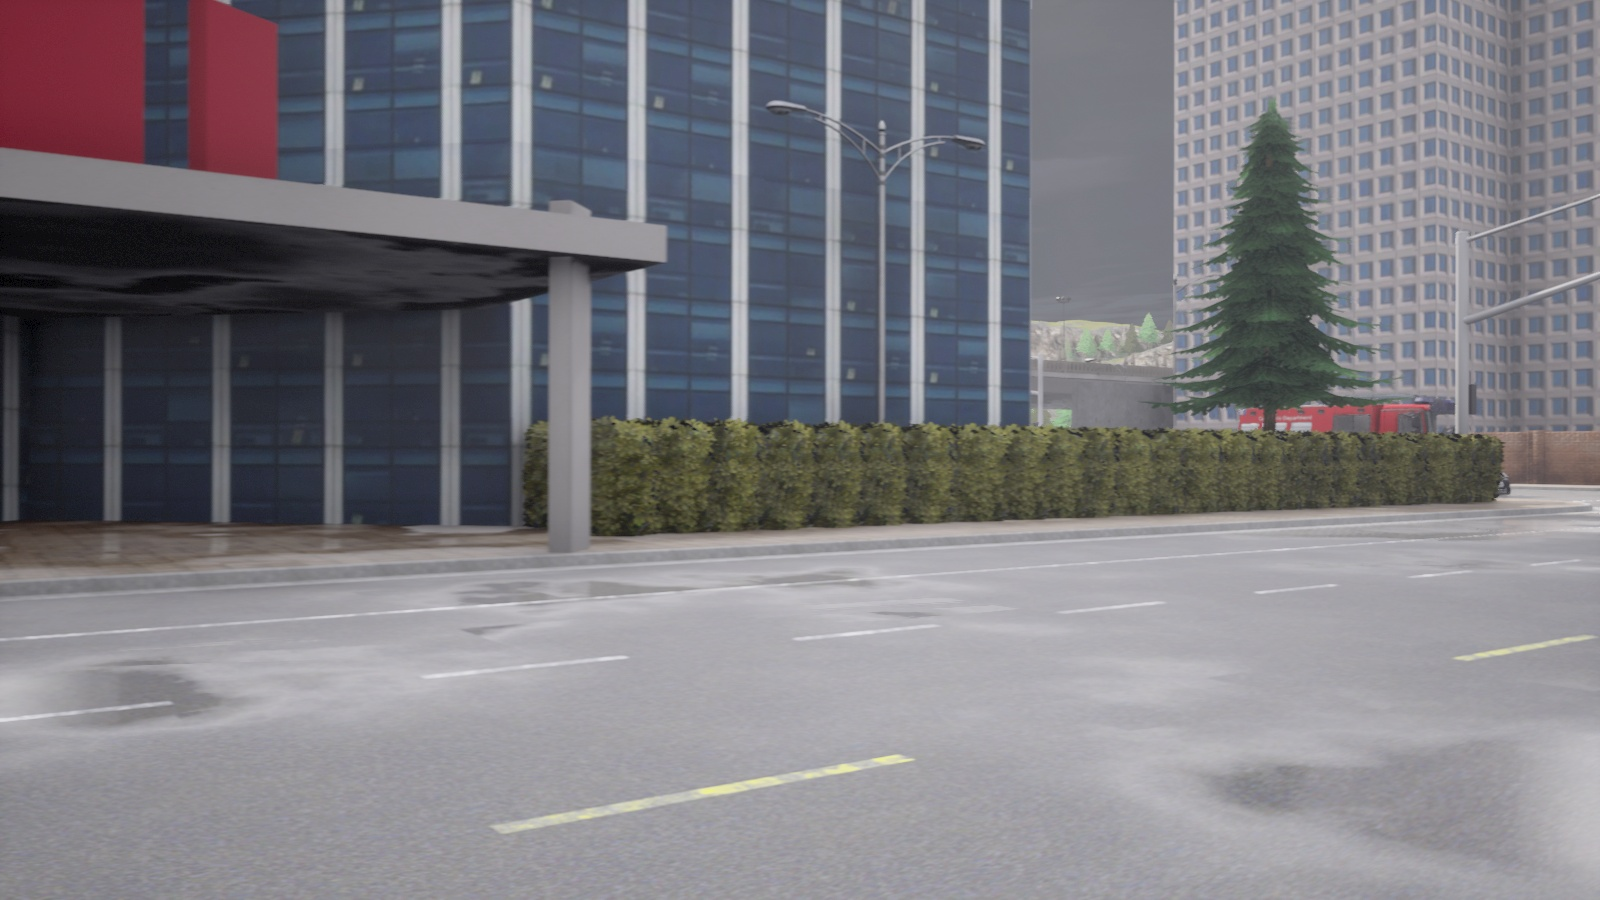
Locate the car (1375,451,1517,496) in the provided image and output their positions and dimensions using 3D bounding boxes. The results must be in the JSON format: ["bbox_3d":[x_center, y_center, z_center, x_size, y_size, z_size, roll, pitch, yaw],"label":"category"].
[{"bbox_3d":[21.897,0.769,42.695,1.970,1.475,3.806,0,0,-34],"label":"car"}]

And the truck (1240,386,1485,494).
[{"bbox_3d":[21.729,-0.345,49.123,2.891,3.827,8.468,0,0,-34],"label":"truck"}]
